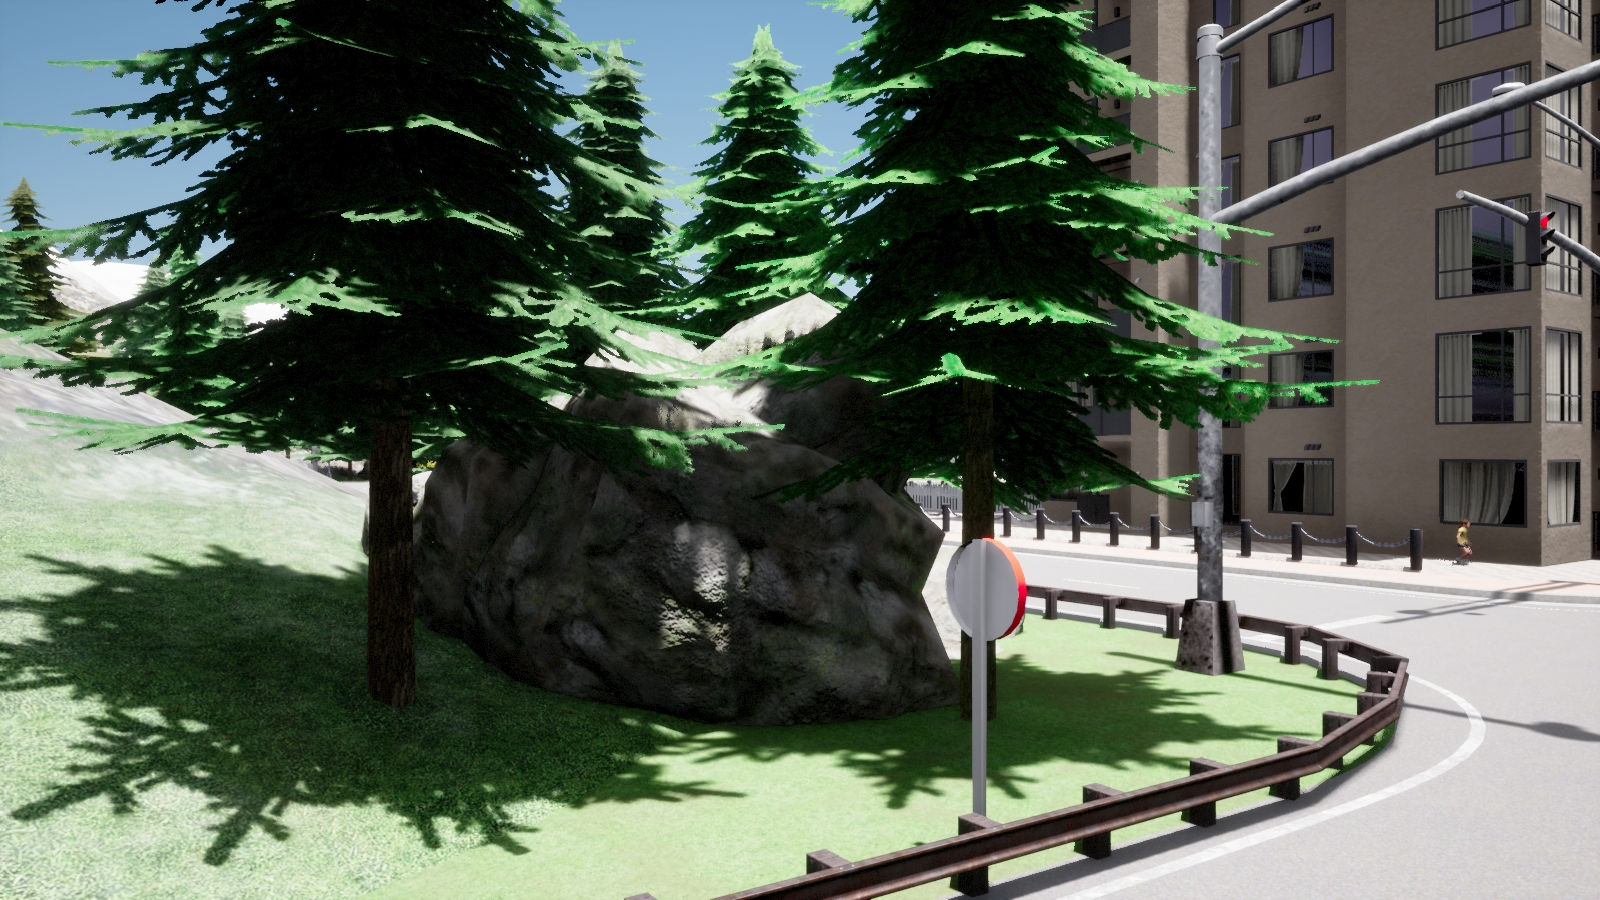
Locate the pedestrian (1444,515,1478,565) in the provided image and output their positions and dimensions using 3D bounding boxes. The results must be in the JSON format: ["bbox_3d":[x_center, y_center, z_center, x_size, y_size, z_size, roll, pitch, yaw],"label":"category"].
[{"bbox_3d":[15.059,2.040,26.018,0.500,1.100,0.500,0,0,-33],"label":"pedestrian"}]
